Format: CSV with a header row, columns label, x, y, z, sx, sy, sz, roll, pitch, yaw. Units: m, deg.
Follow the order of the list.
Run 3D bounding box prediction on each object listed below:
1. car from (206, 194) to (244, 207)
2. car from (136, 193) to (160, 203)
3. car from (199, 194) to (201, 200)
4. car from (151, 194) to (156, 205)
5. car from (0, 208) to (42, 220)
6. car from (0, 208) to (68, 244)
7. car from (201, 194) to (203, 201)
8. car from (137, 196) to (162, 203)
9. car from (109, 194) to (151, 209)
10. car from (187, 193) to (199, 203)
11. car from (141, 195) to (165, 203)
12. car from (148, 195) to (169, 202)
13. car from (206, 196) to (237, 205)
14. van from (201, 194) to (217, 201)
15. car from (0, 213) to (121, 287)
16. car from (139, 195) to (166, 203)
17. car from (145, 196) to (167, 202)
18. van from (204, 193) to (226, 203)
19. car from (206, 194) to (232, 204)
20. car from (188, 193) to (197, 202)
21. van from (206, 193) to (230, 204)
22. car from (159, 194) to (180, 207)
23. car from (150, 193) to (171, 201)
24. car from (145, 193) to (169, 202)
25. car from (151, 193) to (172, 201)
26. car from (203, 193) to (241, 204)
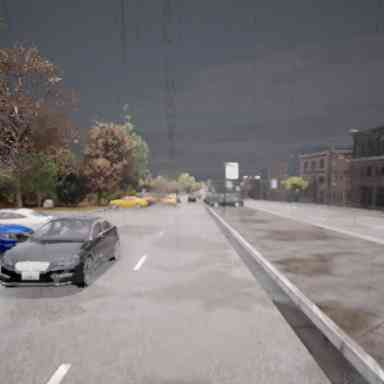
label,x,y,z,sx,sy,sz,roll,pitch,yaw
car,4.783,1.378,46.281,4.892,1.521,2.231,0,0,0
car,-8.268,1.285,57.449,4.553,1.767,2.185,0,0,0
car,4.735,1.279,74.311,5.566,2.045,2.435,0,0,0
car,-8.306,1.376,49.093,5.008,1.535,2.097,0,0,0
car,-8.331,1.445,11.890,5.008,1.535,2.097,0,0,0
car,-8.321,1.477,15.039,4.674,1.452,2.002,0,0,0
car,4.752,1.165,57.492,5.566,2.045,2.435,0,0,0
car,-8.303,1.507,65.800,4.674,1.452,2.002,0,0,0
car,-8.299,1.370,43.524,5.008,1.535,2.097,0,0,0
car,0.022,1.512,72.242,1.882,1.535,5.008,0,0,0
car,-8.306,1.506,71.372,5.008,1.535,2.097,0,0,0
car,-8.322,1.591,82.511,5.008,1.535,2.097,0,0,0
car,4.774,1.401,54.686,4.892,1.521,2.231,0,0,0
van,4.853,1.480,93.930,4.442,1.987,1.878,0,-1,0
car,-3.303,1.467,9.291,2.128,1.511,4.902,0,0,0
car,-8.123,1.483,68.586,5.366,1.575,1.946,0,0,0
car,-8.348,1.575,76.941,4.792,1.488,2.163,0,0,0
van,4.655,1.265,68.704,4.442,1.987,1.878,0,0,0
car,4.811,1.307,60.292,4.553,1.767,2.185,0,0,0
car,0.007,1.311,82.717,2.150,2.045,5.566,0,-1,0
van,4.893,1.226,63.097,4.442,1.987,1.878,0,0,0
car,-3.292,1.377,49.436,1.882,1.535,5.008,0,0,0
car,-8.306,1.391,88.082,5.566,2.045,2.435,0,-1,0
car,-8.295,1.315,79.727,5.566,2.045,2.435,0,0,0
car,-8.311,1.418,90.743,5.566,2.045,2.435,0,-1,0
car,4.751,1.130,49.082,5.566,2.045,2.435,0,0,0
